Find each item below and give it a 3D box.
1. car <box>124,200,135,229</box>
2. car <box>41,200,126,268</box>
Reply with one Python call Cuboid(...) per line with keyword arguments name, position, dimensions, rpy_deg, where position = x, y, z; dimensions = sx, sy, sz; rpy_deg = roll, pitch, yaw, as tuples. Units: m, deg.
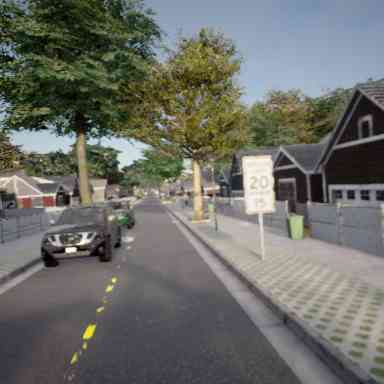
Cuboid(name="car", position=(-5.517, 1.656, 24.879), dimensions=(2.150, 2.045, 5.566), rpy_deg=(-4, 0, -7))
Cuboid(name="car", position=(-4.186, 1.539, 13.378), dimensions=(2.150, 2.045, 5.566), rpy_deg=(-4, 0, -6))
